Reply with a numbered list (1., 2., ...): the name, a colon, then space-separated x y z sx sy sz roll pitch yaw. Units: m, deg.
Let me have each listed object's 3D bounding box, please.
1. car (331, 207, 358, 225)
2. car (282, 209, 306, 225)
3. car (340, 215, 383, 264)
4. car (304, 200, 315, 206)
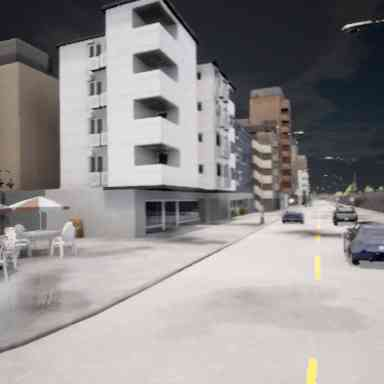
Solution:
1. car: 13.168 2.006 28.697 2.128 1.511 4.902 -2 -2 21
2. car: 9.322 2.236 30.378 1.895 1.301 4.718 -2 -2 21
3. car: 6.805 1.768 12.324 1.994 1.385 4.181 -2 -2 21
4. car: 24.144 2.471 68.388 1.837 1.490 4.892 -2 -2 21
